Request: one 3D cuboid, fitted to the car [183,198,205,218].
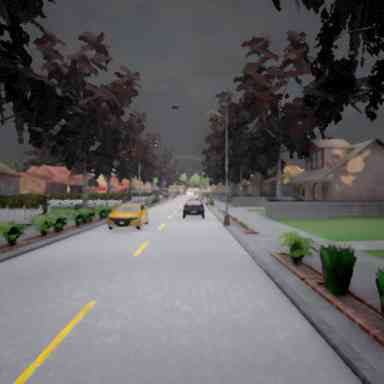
[{"bbox_3d":[0.178,1.453,29.743,1.882,1.535,5.008,0,0,1],"label":"car"}]

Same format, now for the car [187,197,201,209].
[{"bbox_3d":[0.241,1.488,45.547,1.812,1.442,4.674,0,0,1],"label":"car"}]

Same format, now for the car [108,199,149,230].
[{"bbox_3d":[-3.924,1.463,21.152,1.882,1.535,5.008,0,0,0],"label":"car"}]

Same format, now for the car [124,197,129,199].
[{"bbox_3d":[-16.361,1.248,72.687,5.357,1.415,2.033,0,0,0],"label":"car"}]
